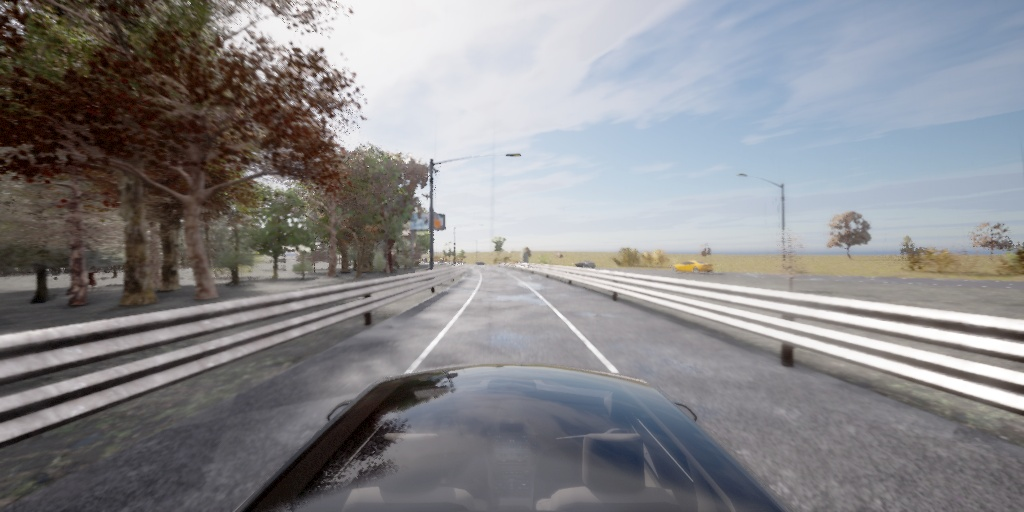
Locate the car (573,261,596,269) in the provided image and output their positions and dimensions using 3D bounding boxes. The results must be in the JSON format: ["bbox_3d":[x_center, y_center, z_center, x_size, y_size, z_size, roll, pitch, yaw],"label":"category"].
[{"bbox_3d":[12.568,1.596,62.468,2.128,1.511,4.902,0,-1,-23],"label":"car"}]

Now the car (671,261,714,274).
[{"bbox_3d":[21.082,1.300,42.203,1.882,1.535,5.008,0,-1,-23],"label":"car"}]
